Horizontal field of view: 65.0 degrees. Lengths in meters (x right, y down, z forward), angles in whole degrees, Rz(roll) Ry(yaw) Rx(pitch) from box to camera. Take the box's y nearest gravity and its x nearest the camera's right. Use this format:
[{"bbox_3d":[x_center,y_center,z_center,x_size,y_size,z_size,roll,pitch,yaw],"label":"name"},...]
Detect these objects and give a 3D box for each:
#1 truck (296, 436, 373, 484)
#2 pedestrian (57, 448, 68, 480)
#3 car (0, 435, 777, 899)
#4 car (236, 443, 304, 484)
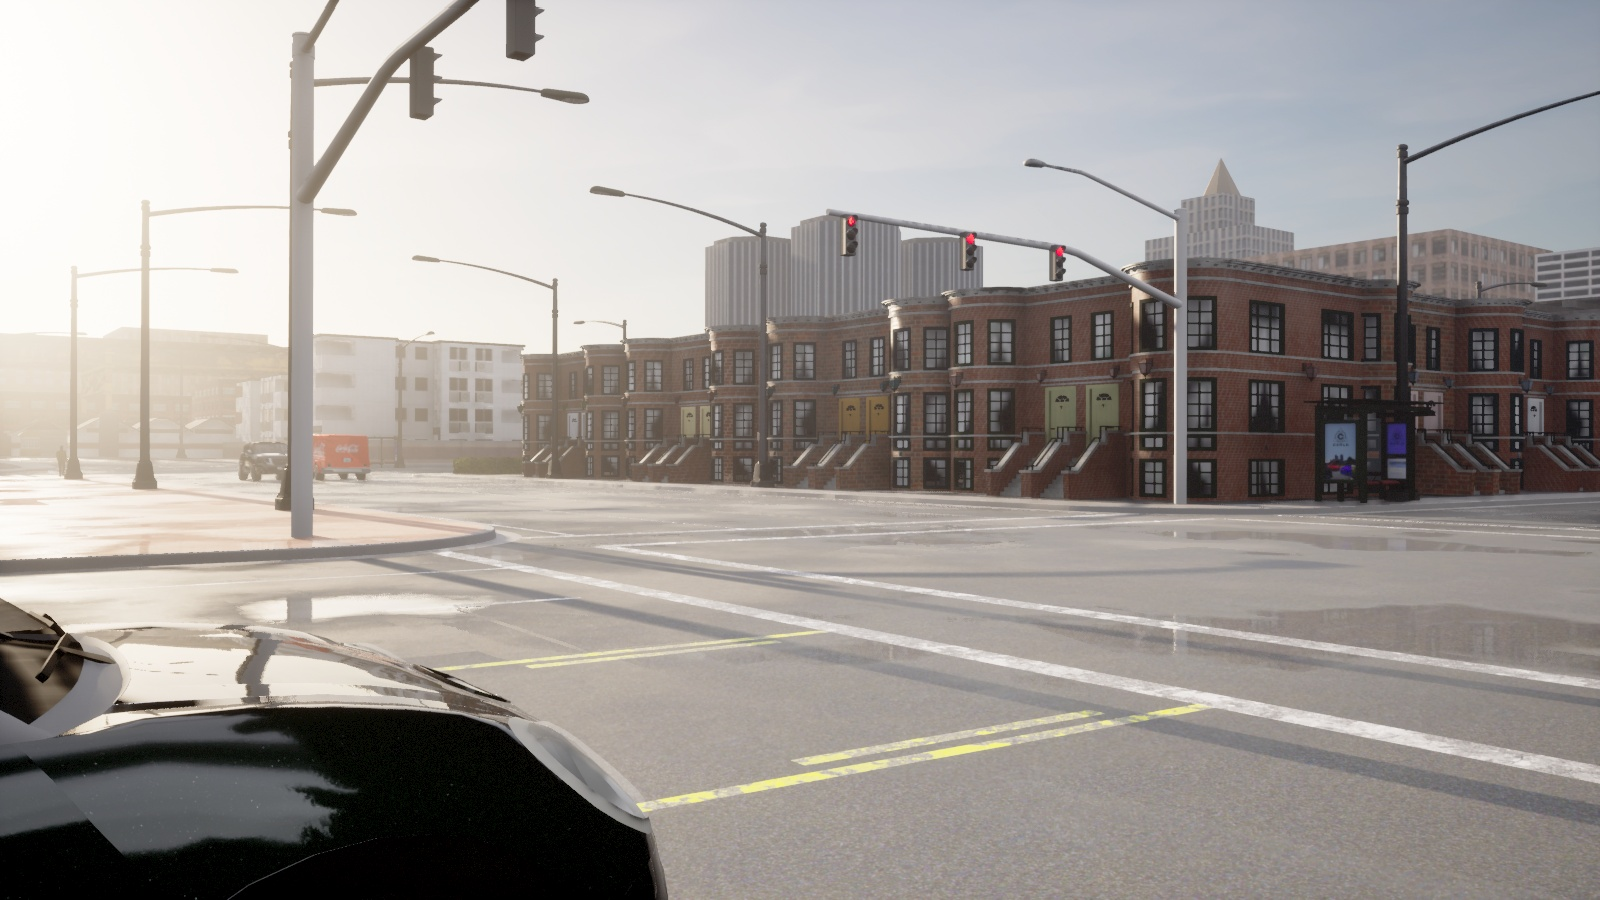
[{"bbox_3d":[-25.035,0.489,67.405,2.627,2.467,5.204,0,1,-35],"label":"truck"},{"bbox_3d":[-42.426,0.796,72.196,0.431,1.840,0.709,0,0,-41],"label":"pedestrian"},{"bbox_3d":[-2.171,0.720,2.205,3.806,1.475,1.970,0,0,-35],"label":"car"},{"bbox_3d":[-27.365,0.680,64.692,2.150,2.045,5.566,0,0,-34],"label":"car"}]
